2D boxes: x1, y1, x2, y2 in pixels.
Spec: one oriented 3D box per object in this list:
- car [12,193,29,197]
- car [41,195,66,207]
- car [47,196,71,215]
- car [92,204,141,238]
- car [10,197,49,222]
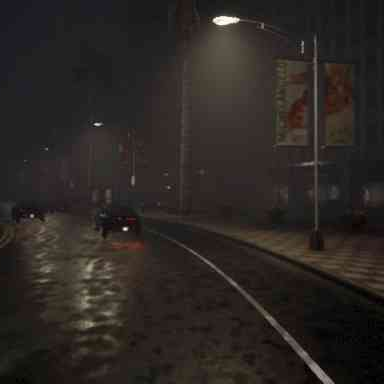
[{"bbox_3d":[-36.435,1.079,71.309,2.185,1.767,4.553,-1,0,-35],"label":"car"},{"bbox_3d":[-19.677,1.276,47.183,2.231,1.521,4.892,-1,0,-35],"label":"car"},{"bbox_3d":[-13.398,1.333,32.843,1.882,1.535,5.008,0,0,-34],"label":"car"},{"bbox_3d":[-3.992,1.412,17.407,1.837,1.490,4.892,0,0,-23],"label":"car"},{"bbox_3d":[-12.456,1.405,25.184,1.837,1.490,4.892,0,0,-33],"label":"car"}]
